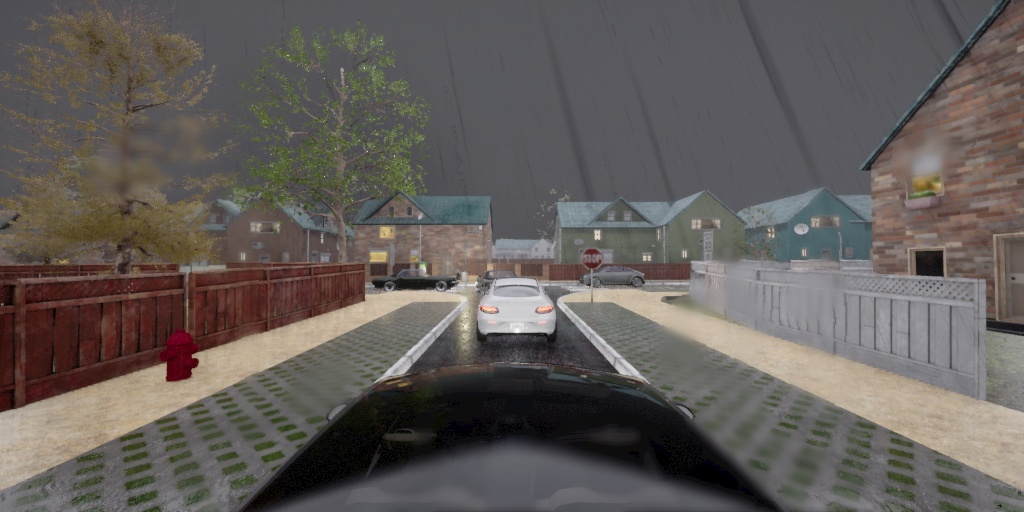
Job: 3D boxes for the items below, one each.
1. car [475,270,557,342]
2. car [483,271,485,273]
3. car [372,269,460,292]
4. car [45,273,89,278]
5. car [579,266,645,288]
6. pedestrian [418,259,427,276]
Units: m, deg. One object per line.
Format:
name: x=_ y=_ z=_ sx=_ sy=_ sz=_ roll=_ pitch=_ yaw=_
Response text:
car: x=0.106 y=1.280 z=9.685 sx=1.812 sy=1.442 sz=4.674 roll=0 pitch=0 yaw=0
car: x=-0.750 y=1.366 z=18.504 sx=1.895 sy=1.301 sz=4.718 roll=0 pitch=-1 yaw=-12
car: x=-5.475 y=1.417 z=20.891 sx=4.718 sy=1.301 sz=1.895 roll=-1 pitch=-1 yaw=1
car: x=-25.600 y=1.633 z=21.168 sx=4.718 sy=1.301 sz=1.895 roll=-1 pitch=-1 yaw=1
car: x=6.547 y=1.344 z=23.677 sx=4.181 sy=1.385 sz=1.994 roll=0 pitch=-1 yaw=1
pedestrian: x=-6.691 y=1.119 z=26.777 sx=0.375 sy=1.860 sz=0.375 roll=0 pitch=-1 yaw=1
